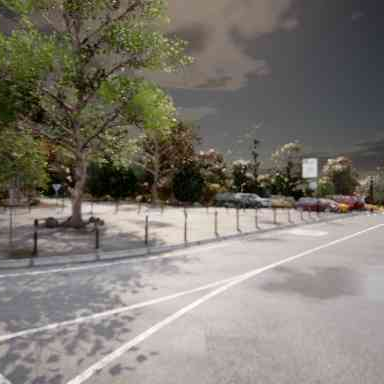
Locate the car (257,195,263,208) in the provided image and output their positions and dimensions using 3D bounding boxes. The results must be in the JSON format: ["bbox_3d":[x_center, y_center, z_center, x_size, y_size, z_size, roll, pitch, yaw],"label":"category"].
[{"bbox_3d":[7.113,1.490,47.625,4.892,1.521,2.231,1,-1,39],"label":"car"}]

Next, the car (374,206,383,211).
[{"bbox_3d":[25.149,2.110,50.125,5.366,1.575,1.946,1,-2,39],"label":"car"}]

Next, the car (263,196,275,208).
[{"bbox_3d":[8.886,1.317,49.791,5.566,2.045,2.435,1,-1,39],"label":"car"}]

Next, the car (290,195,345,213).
[{"bbox_3d":[13.616,1.397,36.192,4.553,1.767,2.185,1,-1,39],"label":"car"}]

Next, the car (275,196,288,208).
[{"bbox_3d":[12.312,1.755,54.359,5.366,1.575,1.946,1,-1,39],"label":"car"}]

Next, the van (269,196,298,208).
[{"bbox_3d":[15.988,1.748,58.407,4.442,1.987,1.878,1,-2,39],"label":"van"}]

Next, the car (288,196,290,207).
[{"bbox_3d":[13.987,1.855,56.424,5.366,1.575,1.946,1,-2,39],"label":"car"}]

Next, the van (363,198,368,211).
[{"bbox_3d":[21.174,1.658,45.697,4.442,1.987,1.878,1,-1,39],"label":"van"}]

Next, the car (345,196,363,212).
[{"bbox_3d":[17.350,1.432,40.831,5.566,2.045,2.435,1,-1,39],"label":"car"}]

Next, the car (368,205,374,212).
[{"bbox_3d":[23.149,1.868,47.999,4.553,1.767,2.185,1,-2,39],"label":"car"}]

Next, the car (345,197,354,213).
[{"bbox_3d":[15.534,1.605,38.539,5.008,1.535,2.097,1,-1,39],"label":"car"}]

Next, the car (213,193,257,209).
[{"bbox_3d":[5.466,1.166,45.534,5.566,2.045,2.435,1,-1,39],"label":"car"}]
